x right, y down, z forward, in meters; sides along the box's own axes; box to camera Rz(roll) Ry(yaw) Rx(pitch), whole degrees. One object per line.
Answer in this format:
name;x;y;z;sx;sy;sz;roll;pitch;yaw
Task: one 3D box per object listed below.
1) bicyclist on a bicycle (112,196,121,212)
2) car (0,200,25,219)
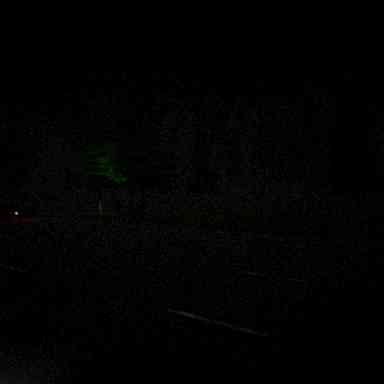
bicyclist on a bicycle;-7.925;1.255;35.091;0.582;1.620;1.656;0;1;22
car;-16.136;1.455;28.246;4.892;1.490;1.837;0;0;35
